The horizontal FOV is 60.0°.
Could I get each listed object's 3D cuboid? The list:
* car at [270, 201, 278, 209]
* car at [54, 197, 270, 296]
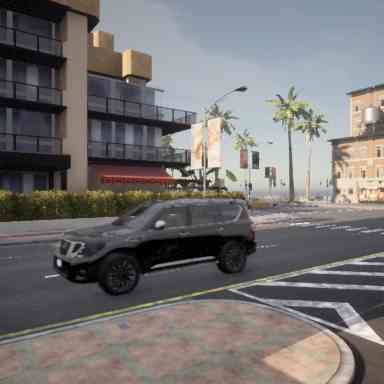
[{"bbox_3d":[9.406,1.478,45.152,1.882,1.535,5.008,0,0,-35],"label":"car"},{"bbox_3d":[-0.694,1.221,9.004,5.566,2.045,2.150,0,0,-35],"label":"car"}]
